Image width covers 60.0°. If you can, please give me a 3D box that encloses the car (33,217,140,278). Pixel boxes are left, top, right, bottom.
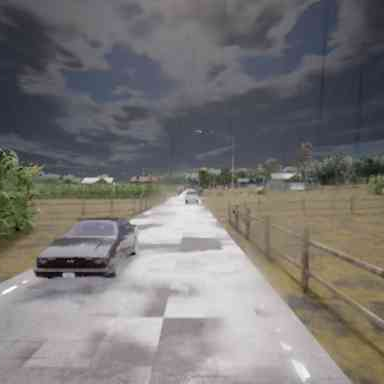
[{"bbox_3d":[-2.827,1.508,10.279,2.033,1.411,5.357,0,0,0],"label":"car"}]

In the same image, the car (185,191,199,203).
[{"bbox_3d":[-0.031,0.787,56.039,2.150,2.045,5.566,0,1,0],"label":"car"}]

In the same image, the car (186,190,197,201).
[{"bbox_3d":[-0.038,0.718,66.526,2.150,2.045,5.566,0,1,0],"label":"car"}]
